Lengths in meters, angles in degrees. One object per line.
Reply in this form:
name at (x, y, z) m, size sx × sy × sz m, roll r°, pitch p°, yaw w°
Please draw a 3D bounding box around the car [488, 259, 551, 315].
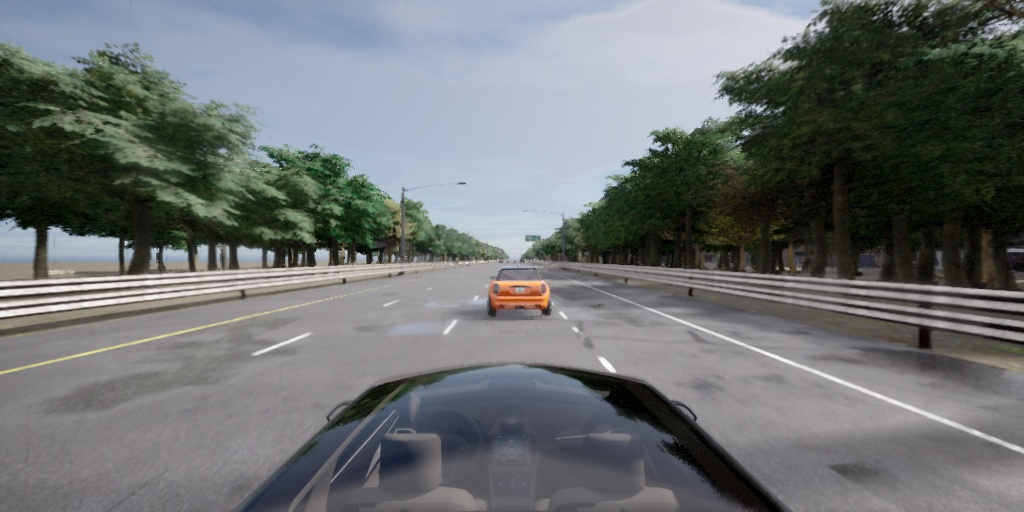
car at (0.216, 1.138, 13.834) m, size 2.097 × 1.767 × 4.553 m, roll 0°, pitch 0°, yaw -1°
